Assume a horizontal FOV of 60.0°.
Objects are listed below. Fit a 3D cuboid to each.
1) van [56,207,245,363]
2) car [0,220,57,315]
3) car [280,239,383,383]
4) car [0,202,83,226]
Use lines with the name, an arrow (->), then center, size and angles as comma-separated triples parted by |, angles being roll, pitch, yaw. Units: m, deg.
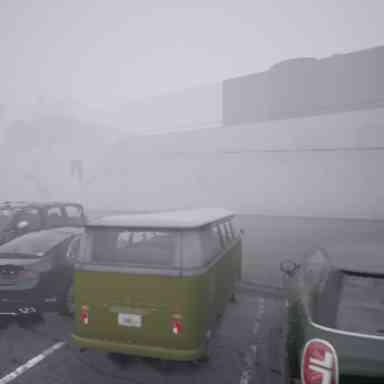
van -> -0.164, 1.295, 6.054 | 1.878, 1.987, 4.442 | 0, -1, 16
car -> -2.623, 1.545, 7.665 | 2.231, 1.521, 4.892 | 0, -1, 15
car -> 2.226, 1.368, 4.176 | 2.185, 1.767, 4.553 | 0, -1, 15
car -> -5.050, 1.317, 9.378 | 2.435, 2.045, 5.566 | 0, -1, 16
